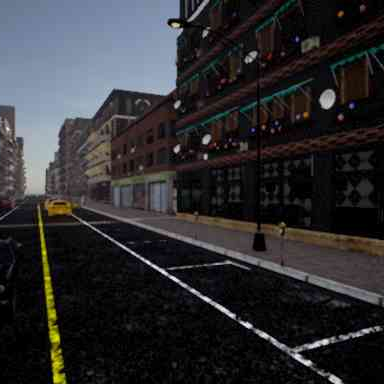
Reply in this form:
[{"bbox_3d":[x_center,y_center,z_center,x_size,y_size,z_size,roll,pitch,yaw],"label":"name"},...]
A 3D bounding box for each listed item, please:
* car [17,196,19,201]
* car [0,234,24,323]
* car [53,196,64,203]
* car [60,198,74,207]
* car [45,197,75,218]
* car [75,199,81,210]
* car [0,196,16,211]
[{"bbox_3d":[-28.159,1.631,51.107,1.887,1.381,4.507,0,0,-25],"label":"car"},{"bbox_3d":[-4.566,1.612,6.837,1.895,1.301,4.718,0,0,-25],"label":"car"},{"bbox_3d":[-30.082,1.695,75.078,2.008,1.369,4.403,0,0,-25],"label":"car"},{"bbox_3d":[-20.561,1.654,54.642,1.887,1.381,4.507,0,0,-25],"label":"car"},{"bbox_3d":[-12.274,1.540,30.706,1.882,1.535,5.008,0,0,-25],"label":"car"},{"bbox_3d":[-15.872,1.618,44.579,1.752,1.417,4.829,0,0,-25],"label":"car"},{"bbox_3d":[-23.397,1.384,40.890,2.192,1.841,5.009,0,0,-25],"label":"car"}]
